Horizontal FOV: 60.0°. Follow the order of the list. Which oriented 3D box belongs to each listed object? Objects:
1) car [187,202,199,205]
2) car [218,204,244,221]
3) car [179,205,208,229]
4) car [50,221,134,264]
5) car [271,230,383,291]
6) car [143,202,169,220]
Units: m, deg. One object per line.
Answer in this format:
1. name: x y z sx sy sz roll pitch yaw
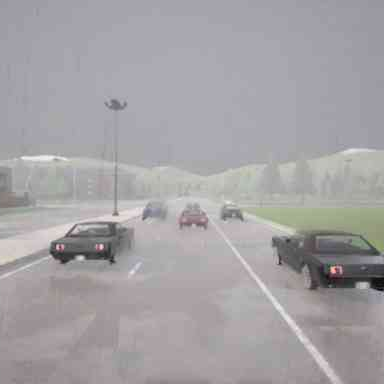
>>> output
1. car: 0.119 1.995 41.168 2.033 1.411 5.357 0 -1 0
2. car: 3.600 1.863 30.968 1.812 1.442 4.674 0 -1 0
3. car: 0.110 1.857 23.541 1.895 1.301 4.718 0 -1 0
4. car: -3.395 1.736 12.354 1.895 1.301 4.718 0 -1 0
5. car: 3.604 1.702 9.221 1.895 1.301 4.718 0 -1 0
6. car: -3.386 1.697 31.686 2.097 1.767 4.553 0 -1 0
